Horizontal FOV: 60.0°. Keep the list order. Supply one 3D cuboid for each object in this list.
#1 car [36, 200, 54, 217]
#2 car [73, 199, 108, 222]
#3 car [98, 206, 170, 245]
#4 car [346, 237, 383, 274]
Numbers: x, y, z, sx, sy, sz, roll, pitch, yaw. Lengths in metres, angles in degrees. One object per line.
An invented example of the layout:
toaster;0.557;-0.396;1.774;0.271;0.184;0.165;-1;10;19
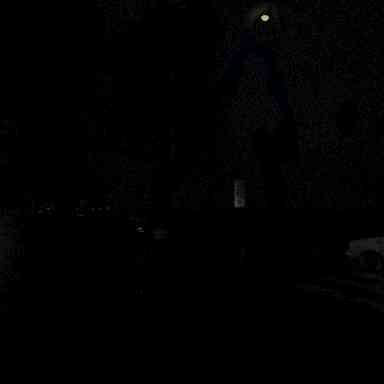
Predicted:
car;-18.614;1.954;39.971;2.150;2.045;5.566;0;-1;-34
car;-9.767;1.724;32.186;2.150;2.045;5.566;0;-1;-35
car;-2.908;1.675;17.016;1.882;1.535;5.008;0;-1;-35
car;6.555;1.613;8.466;1.895;1.301;4.718;0;-1;-35
